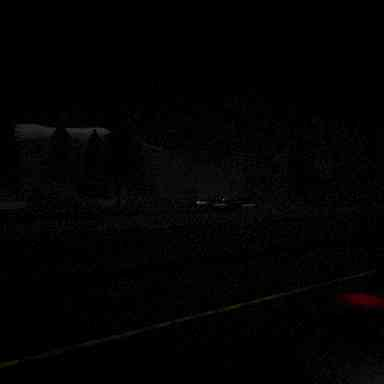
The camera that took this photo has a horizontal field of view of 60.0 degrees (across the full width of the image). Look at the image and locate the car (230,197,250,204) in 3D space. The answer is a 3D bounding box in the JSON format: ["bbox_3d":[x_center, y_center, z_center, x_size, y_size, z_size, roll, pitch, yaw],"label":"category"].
[{"bbox_3d":[9.068,1.622,63.833,2.033,1.411,5.357,0,0,-23],"label":"car"}]

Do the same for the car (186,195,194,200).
[{"bbox_3d":[-0.542,1.612,95.149,1.994,1.385,4.181,0,0,-2],"label":"car"}]

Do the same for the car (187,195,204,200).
[{"bbox_3d":[0.771,1.585,80.017,2.128,1.511,4.902,0,0,-13],"label":"car"}]

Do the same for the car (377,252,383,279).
[{"bbox_3d":[6.816,1.575,8.385,5.357,1.411,2.033,0,0,-34],"label":"car"}]

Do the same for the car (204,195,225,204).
[{"bbox_3d":[4.749,1.414,65.472,2.097,1.767,4.553,0,0,-20],"label":"car"}]

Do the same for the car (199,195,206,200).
[{"bbox_3d":[2.970,1.595,93.692,1.812,1.442,4.674,0,0,-2],"label":"car"}]
